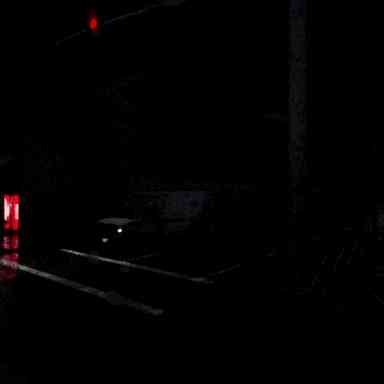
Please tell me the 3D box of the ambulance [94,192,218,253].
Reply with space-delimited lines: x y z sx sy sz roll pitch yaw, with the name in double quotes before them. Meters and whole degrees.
"ambulance" -1.463 1.196 15.556 2.351 2.431 6.366 0 0 38
